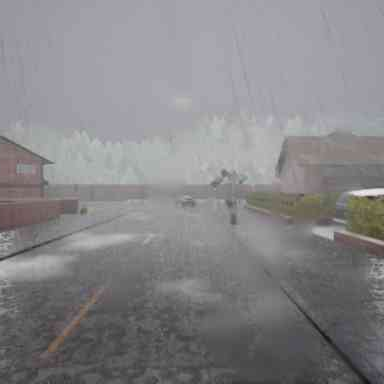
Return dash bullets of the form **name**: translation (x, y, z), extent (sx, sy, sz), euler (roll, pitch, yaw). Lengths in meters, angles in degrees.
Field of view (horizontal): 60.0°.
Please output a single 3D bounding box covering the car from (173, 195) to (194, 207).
- **car**: translation (-1.144, 1.236, 44.981), extent (1.837, 1.490, 4.892), euler (2, 0, -19)
